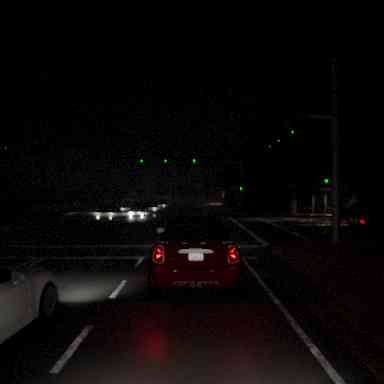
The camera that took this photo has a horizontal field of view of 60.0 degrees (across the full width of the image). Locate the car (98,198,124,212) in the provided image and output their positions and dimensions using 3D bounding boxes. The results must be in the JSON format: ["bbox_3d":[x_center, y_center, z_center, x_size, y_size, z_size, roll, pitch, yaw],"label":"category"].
[{"bbox_3d":[-10.610,1.714,42.985,1.882,1.535,5.008,0,0,1],"label":"car"}]

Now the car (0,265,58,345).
[{"bbox_3d":[-3.422,1.550,4.308,1.812,1.442,4.674,0,0,1],"label":"car"}]

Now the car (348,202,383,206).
[{"bbox_3d":[15.163,1.621,25.789,5.008,1.535,1.882,-1,0,0],"label":"car"}]

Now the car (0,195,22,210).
[{"bbox_3d":[-24.854,1.386,42.585,4.605,1.855,1.932,0,0,0],"label":"car"}]

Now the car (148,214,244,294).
[{"bbox_3d":[0.083,1.402,9.117,2.097,1.767,4.553,0,0,0],"label":"car"}]

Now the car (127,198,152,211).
[{"bbox_3d":[-7.074,1.849,45.070,1.895,1.301,4.718,0,0,0],"label":"car"}]

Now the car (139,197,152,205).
[{"bbox_3d":[-9.792,1.860,69.759,1.882,1.535,5.008,0,0,2],"label":"car"}]

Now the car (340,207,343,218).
[{"bbox_3d":[14.837,1.654,29.291,4.902,1.511,2.128,0,0,0],"label":"car"}]

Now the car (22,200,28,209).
[{"bbox_3d":[-24.790,1.405,45.479,3.866,1.878,1.905,0,0,0],"label":"car"}]

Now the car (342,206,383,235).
[{"bbox_3d":[11.854,1.661,18.931,5.357,1.411,2.033,0,0,0],"label":"car"}]

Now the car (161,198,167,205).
[{"bbox_3d":[-6.314,1.929,68.958,1.994,1.385,4.181,0,0,2],"label":"car"}]

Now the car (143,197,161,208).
[{"bbox_3d":[-6.778,1.812,55.848,1.837,1.490,4.892,0,0,2],"label":"car"}]

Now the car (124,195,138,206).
[{"bbox_3d":[-10.282,1.529,55.984,2.150,2.045,5.566,0,0,1],"label":"car"}]

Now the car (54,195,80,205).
[{"bbox_3d":[-24.762,1.513,65.103,3.866,1.878,1.905,0,0,0],"label":"car"}]
